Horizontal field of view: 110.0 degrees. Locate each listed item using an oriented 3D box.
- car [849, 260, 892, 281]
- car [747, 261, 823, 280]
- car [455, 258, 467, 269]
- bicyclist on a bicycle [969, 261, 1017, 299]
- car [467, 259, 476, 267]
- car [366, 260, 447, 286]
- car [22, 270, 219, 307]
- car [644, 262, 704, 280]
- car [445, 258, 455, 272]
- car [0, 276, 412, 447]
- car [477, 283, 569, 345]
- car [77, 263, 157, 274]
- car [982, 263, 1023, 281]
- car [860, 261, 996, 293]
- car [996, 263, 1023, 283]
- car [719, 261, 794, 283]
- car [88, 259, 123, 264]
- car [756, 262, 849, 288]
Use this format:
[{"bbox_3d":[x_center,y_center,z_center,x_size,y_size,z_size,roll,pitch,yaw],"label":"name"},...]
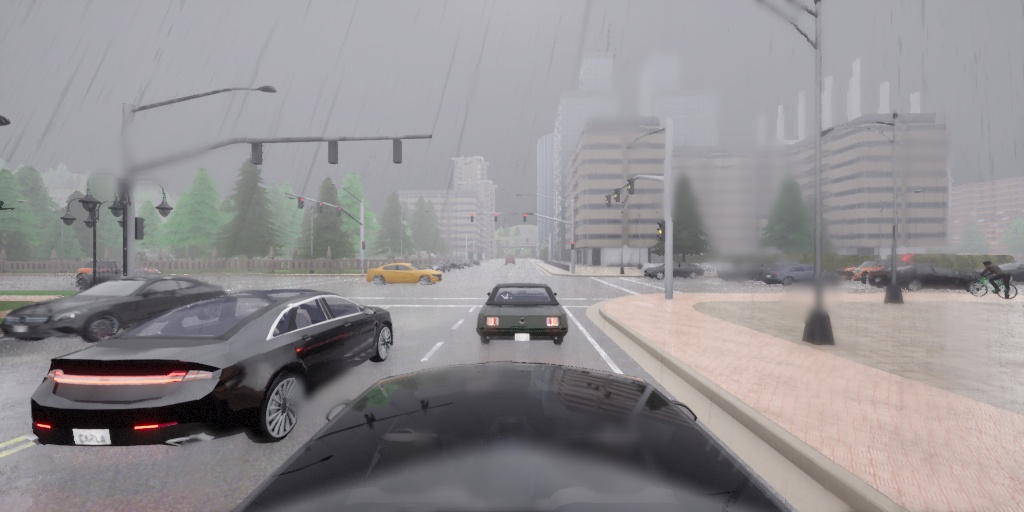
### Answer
[{"bbox_3d":[27.417,1.102,27.107,4.553,1.767,2.097,0,0,2],"label":"car"},{"bbox_3d":[23.311,1.228,30.748,5.008,1.535,1.882,0,0,2],"label":"car"},{"bbox_3d":[-8.525,1.102,54.027,2.097,1.767,4.553,0,0,2],"label":"car"},{"bbox_3d":[21.182,1.051,15.827,0.582,1.620,1.656,0,0,2],"label":"bicyclist on a bicycle"},{"bbox_3d":[-8.150,1.255,64.164,1.837,1.490,4.892,0,0,3],"label":"car"},{"bbox_3d":[-7.336,1.227,24.558,5.008,1.535,1.882,0,0,2],"label":"car"},{"bbox_3d":[-10.279,1.276,9.898,1.812,1.442,4.674,0,0,2],"label":"car"},{"bbox_3d":[13.964,1.255,31.057,4.892,1.490,1.837,0,0,2],"label":"car"},{"bbox_3d":[-8.861,1.241,44.299,2.128,1.511,4.902,0,0,2],"label":"car"},{"bbox_3d":[-3.330,1.242,5.313,2.128,1.511,4.902,0,0,1],"label":"car"},{"bbox_3d":[0.263,1.351,9.464,1.895,1.301,4.718,0,0,1],"label":"car"},{"bbox_3d":[-23.318,1.314,21.590,4.181,1.385,1.994,0,0,2],"label":"car"},{"bbox_3d":[43.478,1.297,30.047,5.357,1.411,2.033,0,0,2],"label":"car"},{"bbox_3d":[23.060,1.227,20.050,5.008,1.535,1.882,0,0,2],"label":"car"},{"bbox_3d":[37.532,1.228,26.761,5.008,1.535,1.882,0,0,2],"label":"car"},{"bbox_3d":[18.485,1.255,27.406,4.892,1.490,1.837,0,0,2],"label":"car"},{"bbox_3d":[-27.528,1.102,25.237,4.553,1.767,2.097,0,0,2],"label":"car"},{"bbox_3d":[19.053,1.314,23.684,4.181,1.385,1.994,0,0,2],"label":"car"}]
